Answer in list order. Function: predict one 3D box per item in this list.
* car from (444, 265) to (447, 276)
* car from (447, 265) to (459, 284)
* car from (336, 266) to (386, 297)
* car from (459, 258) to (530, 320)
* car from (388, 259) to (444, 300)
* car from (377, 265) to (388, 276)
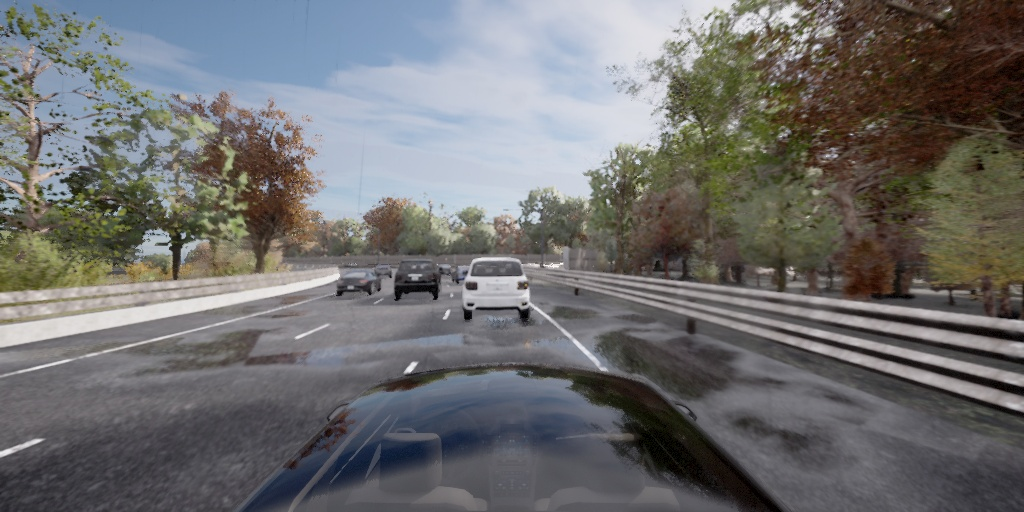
[{"bbox_3d":[-8.341,1.768,43.506,1.812,1.442,4.674,0,-1,-21],"label":"car"},{"bbox_3d":[-4.219,1.640,31.393,2.033,1.411,5.357,0,-1,-16],"label":"car"},{"bbox_3d":[-8.904,1.527,21.135,1.812,1.442,4.674,0,-1,-10],"label":"car"},{"bbox_3d":[-0.662,1.101,13.401,2.150,2.045,5.566,0,-1,-5],"label":"car"},{"bbox_3d":[-5.021,1.189,19.582,2.150,2.045,5.566,0,-1,-9],"label":"car"},{"bbox_3d":[-14.874,1.739,41.266,2.128,1.511,4.902,0,-1,-21],"label":"car"}]
